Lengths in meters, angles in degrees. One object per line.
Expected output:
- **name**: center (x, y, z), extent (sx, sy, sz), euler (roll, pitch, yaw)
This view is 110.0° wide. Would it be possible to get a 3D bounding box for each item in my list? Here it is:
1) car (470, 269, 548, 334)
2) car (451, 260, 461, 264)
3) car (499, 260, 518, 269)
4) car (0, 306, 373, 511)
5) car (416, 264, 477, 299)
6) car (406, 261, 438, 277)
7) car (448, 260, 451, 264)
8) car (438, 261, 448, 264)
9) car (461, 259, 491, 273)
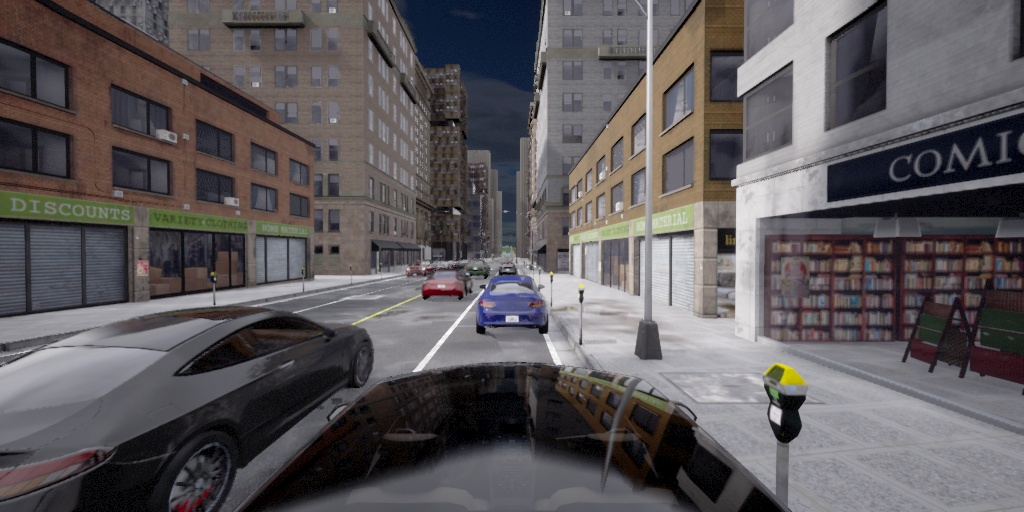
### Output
- **car**: center (0.003, 1.274, 10.501), extent (1.812, 1.442, 4.674), euler (0, 0, 0)
- **car**: center (-6.172, 1.230, 46.383), extent (1.882, 1.535, 5.008), euler (0, 0, 1)
- **car**: center (-0.383, 1.315, 34.934), extent (1.948, 1.339, 4.313), euler (0, 0, 0)
- **car**: center (-3.145, 1.275, 3.893), extent (1.812, 1.442, 4.674), euler (0, 0, 0)
- **car**: center (-3.127, 1.312, 17.995), extent (1.994, 1.385, 4.181), euler (0, 0, 0)
- **car**: center (-8.909, 1.189, 34.934), extent (1.967, 1.591, 4.097), euler (0, 0, 0)
- **car**: center (-8.909, 1.303, 45.944), extent (2.007, 1.370, 4.403), euler (0, 0, 0)
- **car**: center (-8.909, 1.317, 40.439), extent (1.948, 1.339, 4.313), euler (0, 0, 0)
- **car**: center (-3.127, 1.100, 32.987), extent (2.097, 1.767, 4.553), euler (0, 0, 0)
